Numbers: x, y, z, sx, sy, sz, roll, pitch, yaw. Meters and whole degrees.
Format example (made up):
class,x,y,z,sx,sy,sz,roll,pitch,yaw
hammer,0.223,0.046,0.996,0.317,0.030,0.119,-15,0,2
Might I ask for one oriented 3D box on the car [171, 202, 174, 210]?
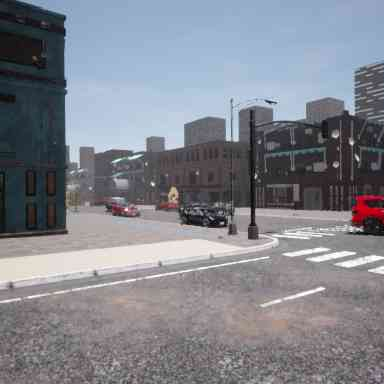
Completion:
class,x,y,z,sx,sy,sz,roll,pitch,yaw
car,-0.345,1.903,40.926,1.802,1.307,4.206,-2,0,-36

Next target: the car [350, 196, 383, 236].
class,x,y,z,sx,sy,sz,roll,pitch,yaw
car,11.167,1.225,17.095,5.566,2.045,2.150,-1,0,37

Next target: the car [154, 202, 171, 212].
class,x,y,z,sx,sy,sz,roll,pitch,yaw
car,-3.562,1.965,45.429,1.802,1.307,4.206,-2,0,-36

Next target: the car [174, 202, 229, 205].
class,x,y,z,sx,sy,sz,roll,pitch,yaw
car,0.727,1.771,29.478,1.837,1.490,4.892,-1,0,-36

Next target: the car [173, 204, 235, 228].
class,x,y,z,sx,sy,sz,roll,pitch,yaw
car,0.804,1.814,24.690,1.947,1.339,4.313,-2,0,-36

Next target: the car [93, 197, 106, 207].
class,x,y,z,sx,sy,sz,roll,pitch,yaw
car,-16.439,1.939,63.444,2.192,1.841,5.009,-1,0,-36

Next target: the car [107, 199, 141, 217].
class,x,y,z,sx,sy,sz,roll,pitch,yaw
car,-7.166,1.846,36.052,1.967,1.590,4.097,-1,0,-36

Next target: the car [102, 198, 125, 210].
class,x,y,z,sx,sy,sz,roll,pitch,yaw
car,-9.882,1.978,44.357,1.837,1.490,4.892,-1,-1,-35

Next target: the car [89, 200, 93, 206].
class,x,y,z,sx,sy,sz,roll,pitch,yaw
car,-19.651,2.227,67.949,1.887,1.381,4.507,-1,0,-36
